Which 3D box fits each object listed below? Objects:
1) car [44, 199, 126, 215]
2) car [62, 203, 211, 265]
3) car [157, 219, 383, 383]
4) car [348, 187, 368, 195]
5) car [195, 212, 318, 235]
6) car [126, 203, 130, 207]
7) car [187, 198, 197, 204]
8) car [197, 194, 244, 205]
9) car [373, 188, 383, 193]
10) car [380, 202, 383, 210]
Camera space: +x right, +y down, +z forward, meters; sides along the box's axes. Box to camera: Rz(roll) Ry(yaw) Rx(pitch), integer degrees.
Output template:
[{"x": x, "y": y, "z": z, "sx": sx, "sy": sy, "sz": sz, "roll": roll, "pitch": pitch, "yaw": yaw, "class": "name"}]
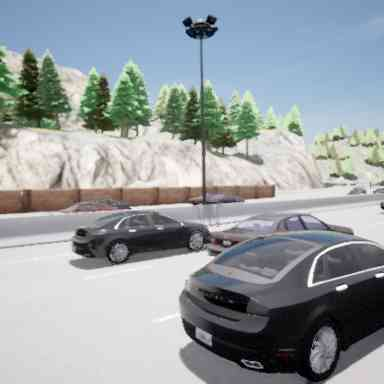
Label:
[{"x": -6.825, "y": 1.375, "z": 20.754, "sx": 4.674, "sy": 1.442, "sz": 1.812, "roll": -2, "pitch": 1, "yaw": -37, "class": "car"}, {"x": -1.565, "y": 1.376, "z": 11.347, "sx": 4.892, "sy": 1.490, "sz": 1.837, "roll": -2, "pitch": 1, "yaw": -37, "class": "car"}, {"x": 2.077, "y": 1.383, "z": 5.331, "sx": 4.892, "sy": 1.490, "sz": 1.837, "roll": -2, "pitch": 1, "yaw": -36, "class": "car"}, {"x": 27.975, "y": -0.026, "z": 56.048, "sx": 2.097, "sy": 1.767, "sz": 4.553, "roll": -1, "pitch": 1, "yaw": 41, "class": "car"}, {"x": 2.930, "y": 1.335, "z": 10.323, "sx": 5.357, "sy": 1.411, "sz": 2.033, "roll": -2, "pitch": 1, "yaw": -37, "class": "car"}, {"x": -7.021, "y": 1.295, "z": 24.988, "sx": 4.892, "sy": 1.490, "sz": 1.837, "roll": -2, "pitch": 1, "yaw": -37, "class": "car"}, {"x": 2.005, "y": 0.909, "z": 40.840, "sx": 5.357, "sy": 1.411, "sz": 2.033, "roll": -2, "pitch": 1, "yaw": -39, "class": "car"}, {"x": 3.546, "y": 0.923, "z": 37.587, "sx": 5.357, "sy": 1.411, "sz": 2.033, "roll": -2, "pitch": 1, "yaw": -39, "class": "car"}, {"x": 30.601, "y": 0.092, "z": 53.733, "sx": 1.837, "sy": 1.490, "sz": 4.892, "roll": -1, "pitch": 1, "yaw": 41, "class": "car"}, {"x": 16.013, "y": 0.887, "z": 24.917, "sx": 4.718, "sy": 1.301, "sz": 1.895, "roll": -2, "pitch": 1, "yaw": -39, "class": "car"}]
